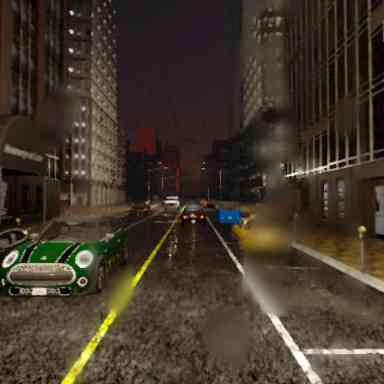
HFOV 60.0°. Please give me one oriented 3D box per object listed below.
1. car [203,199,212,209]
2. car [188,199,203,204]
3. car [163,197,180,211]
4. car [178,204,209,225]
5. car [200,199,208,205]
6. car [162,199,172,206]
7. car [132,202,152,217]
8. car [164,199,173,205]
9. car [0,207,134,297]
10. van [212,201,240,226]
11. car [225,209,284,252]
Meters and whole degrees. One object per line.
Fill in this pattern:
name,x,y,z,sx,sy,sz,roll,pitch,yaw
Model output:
car,2.750,2.176,53.553,1.802,1.307,4.206,1,-1,0
car,0.138,2.018,44.399,1.812,1.442,4.674,0,-1,0
car,-3.036,1.786,50.943,2.150,2.045,5.566,0,-1,0
car,0.121,1.894,26.480,1.895,1.301,4.718,0,-1,0
car,2.774,2.421,80.494,1.752,1.417,4.829,1,-1,0
car,-5.612,2.397,74.837,1.947,1.339,4.313,1,-1,0
car,-5.609,1.846,36.704,1.967,1.590,4.097,1,-1,0
car,-5.607,2.437,80.283,1.887,1.381,4.507,1,-1,0
car,-3.092,1.452,9.003,2.097,1.767,4.553,0,-1,0
van,2.730,1.626,25.671,1.690,1.788,3.998,1,-1,0
car,2.717,1.689,14.685,1.752,1.417,4.829,1,-1,0
